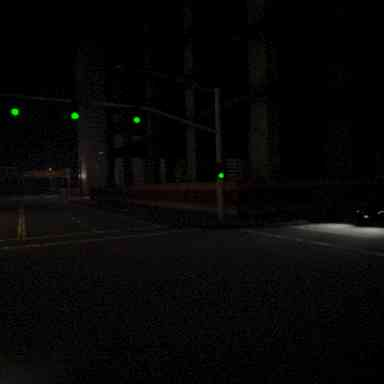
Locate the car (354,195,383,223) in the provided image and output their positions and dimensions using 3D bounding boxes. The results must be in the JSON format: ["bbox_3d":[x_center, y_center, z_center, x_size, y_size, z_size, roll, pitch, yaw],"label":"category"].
[{"bbox_3d":[10.547,0.845,17.260,4.674,1.442,1.812,-2,1,-27],"label":"car"}]
